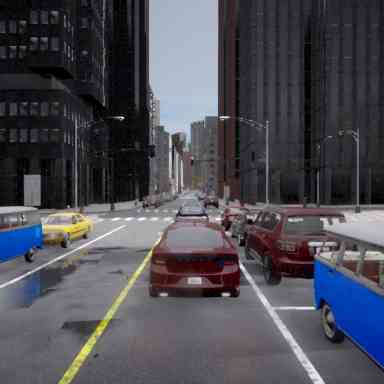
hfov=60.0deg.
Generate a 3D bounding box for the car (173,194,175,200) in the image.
[{"bbox_3d":[-5.833,1.623,81.347,1.887,1.381,4.507,0,0,0],"label":"car"}]

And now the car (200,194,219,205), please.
[{"bbox_3d":[2.720,1.335,47.485,2.192,1.841,5.009,0,0,0],"label":"car"}]

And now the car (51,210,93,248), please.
[{"bbox_3d":[-5.779,1.526,14.753,1.752,1.417,4.829,0,0,0],"label":"car"}]

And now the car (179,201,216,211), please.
[{"bbox_3d":[-0.013,1.493,18.991,2.128,1.511,4.902,0,0,0],"label":"car"}]

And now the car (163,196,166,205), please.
[{"bbox_3d":[-5.810,1.341,53.131,2.192,1.841,5.009,0,0,0],"label":"car"}]

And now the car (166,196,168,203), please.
[{"bbox_3d":[-5.813,1.598,58.774,1.947,1.339,4.313,0,0,0],"label":"car"}]

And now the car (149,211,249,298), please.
[{"bbox_3d":[0.060,1.478,8.582,1.882,1.535,5.008,0,0,0],"label":"car"}]

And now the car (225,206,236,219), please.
[{"bbox_3d":[2.749,1.552,14.919,2.008,1.369,4.403,0,0,0],"label":"car"}]

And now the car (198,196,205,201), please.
[{"bbox_3d":[2.684,1.672,92.636,1.947,1.339,4.313,0,0,0],"label":"car"}]

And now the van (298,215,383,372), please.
[{"bbox_3d":[2.760,1.341,3.867,1.690,1.788,3.998,0,0,0],"label":"van"}]

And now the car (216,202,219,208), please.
[{"bbox_3d":[2.743,1.547,20.444,1.887,1.381,4.507,0,0,0],"label":"car"}]

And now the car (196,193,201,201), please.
[{"bbox_3d":[2.688,1.637,86.991,1.887,1.381,4.507,0,0,0],"label":"car"}]

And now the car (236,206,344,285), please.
[{"bbox_3d":[2.754,1.315,9.393,2.192,1.841,5.009,0,0,0],"label":"car"}]

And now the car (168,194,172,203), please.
[{"bbox_3d":[-5.823,1.618,70.061,1.947,1.339,4.313,0,0,0],"label":"car"}]

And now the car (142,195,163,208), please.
[{"bbox_3d":[-5.805,1.335,47.488,2.192,1.841,5.009,0,0,0],"label":"car"}]

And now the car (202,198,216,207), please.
[{"bbox_3d":[2.716,1.592,53.129,1.947,1.339,4.313,0,0,0],"label":"car"}]

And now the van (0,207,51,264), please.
[{"bbox_3d":[-5.776,1.341,9.399,1.690,1.788,3.998,0,0,0],"label":"van"}]
